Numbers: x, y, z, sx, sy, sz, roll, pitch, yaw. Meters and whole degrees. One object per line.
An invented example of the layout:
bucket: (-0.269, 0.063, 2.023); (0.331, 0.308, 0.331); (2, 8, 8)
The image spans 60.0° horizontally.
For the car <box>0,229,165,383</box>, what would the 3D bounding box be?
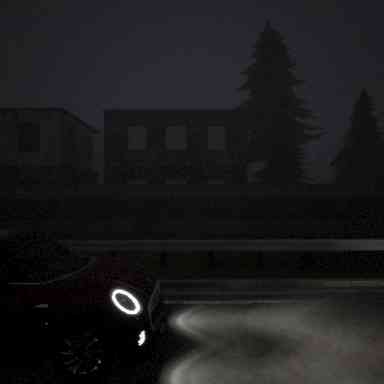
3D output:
car: (-2.686, 1.350, 4.846); (4.553, 1.767, 2.097); (0, 0, 0)
